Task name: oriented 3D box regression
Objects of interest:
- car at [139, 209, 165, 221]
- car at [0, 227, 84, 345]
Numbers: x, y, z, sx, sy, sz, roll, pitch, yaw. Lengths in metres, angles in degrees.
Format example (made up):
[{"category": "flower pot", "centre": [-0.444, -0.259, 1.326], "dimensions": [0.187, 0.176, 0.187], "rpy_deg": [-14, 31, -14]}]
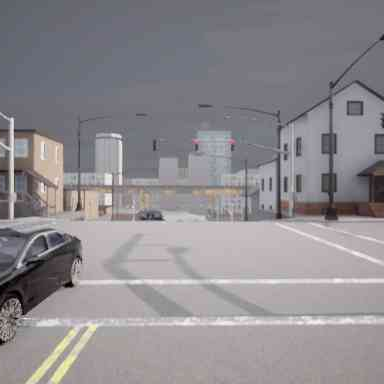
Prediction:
[{"category": "car", "centre": [-3.673, 2.274, 31.122], "dimensions": [1.994, 1.385, 4.181], "rpy_deg": [0, -8, 0]}, {"category": "car", "centre": [-3.611, 1.492, 6.438], "dimensions": [2.128, 1.511, 4.902], "rpy_deg": [0, 0, 0]}]
